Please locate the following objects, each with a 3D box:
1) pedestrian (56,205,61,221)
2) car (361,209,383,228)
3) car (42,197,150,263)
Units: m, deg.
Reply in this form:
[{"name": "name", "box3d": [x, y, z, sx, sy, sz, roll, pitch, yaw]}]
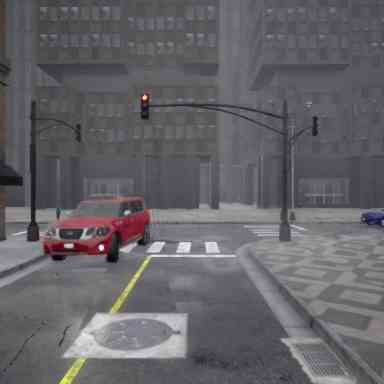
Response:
[{"name": "pedestrian", "box3d": [-9.817, 1.532, 24.418, 0.500, 1.100, 0.500, 0, 0, 1]}, {"name": "car", "box3d": [13.429, 1.456, 21.105, 5.008, 1.535, 1.882, 0, 0, 1]}, {"name": "car", "box3d": [-3.193, 1.221, 12.450, 2.150, 2.045, 5.566, -1, 0, 9]}]
